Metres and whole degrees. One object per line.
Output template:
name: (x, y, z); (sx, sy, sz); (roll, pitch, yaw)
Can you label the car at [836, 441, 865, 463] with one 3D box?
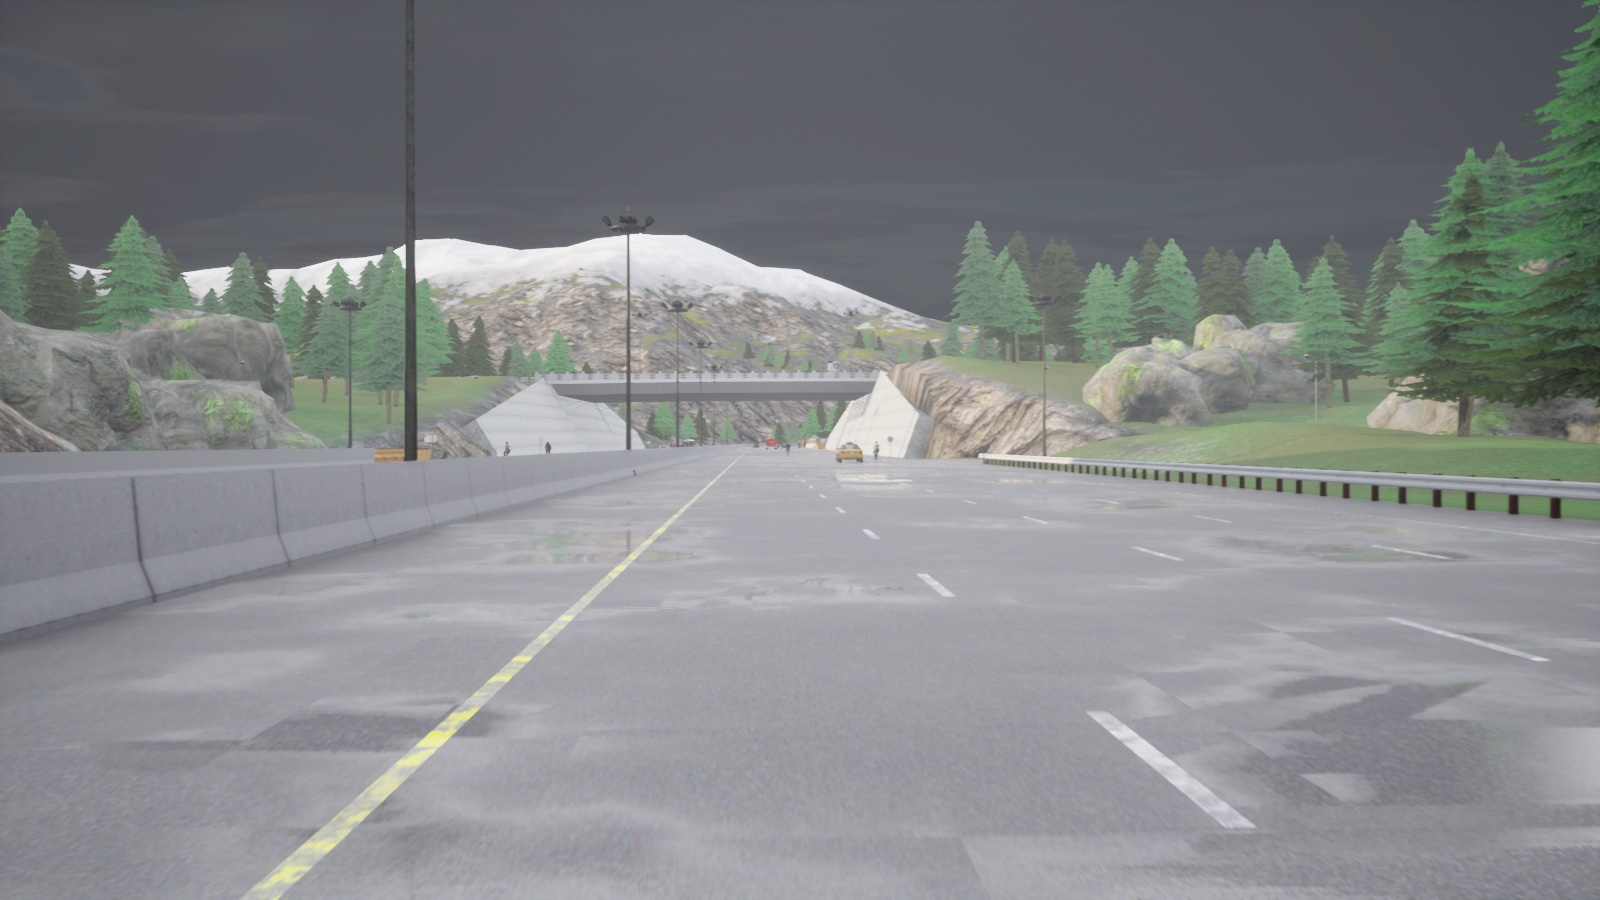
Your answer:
car: (3.795, 0.151, 94.906); (1.801, 1.575, 5.366); (0, 0, -2)
